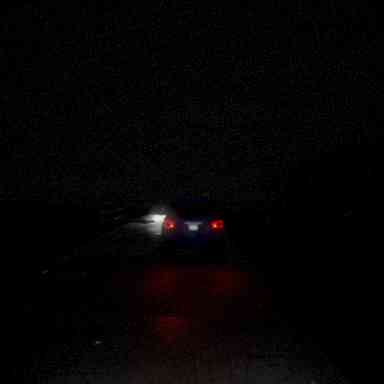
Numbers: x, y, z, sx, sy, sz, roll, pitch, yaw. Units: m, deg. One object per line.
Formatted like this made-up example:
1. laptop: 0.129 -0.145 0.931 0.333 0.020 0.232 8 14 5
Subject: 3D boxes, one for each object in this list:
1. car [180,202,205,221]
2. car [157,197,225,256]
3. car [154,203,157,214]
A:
1. car: 0.061 1.589 28.056 1.895 1.301 4.718 0 0 0
2. car: 0.067 1.213 13.228 2.150 2.045 5.566 0 0 0
3. car: -2.822 1.484 34.898 2.128 1.511 4.902 0 0 0
